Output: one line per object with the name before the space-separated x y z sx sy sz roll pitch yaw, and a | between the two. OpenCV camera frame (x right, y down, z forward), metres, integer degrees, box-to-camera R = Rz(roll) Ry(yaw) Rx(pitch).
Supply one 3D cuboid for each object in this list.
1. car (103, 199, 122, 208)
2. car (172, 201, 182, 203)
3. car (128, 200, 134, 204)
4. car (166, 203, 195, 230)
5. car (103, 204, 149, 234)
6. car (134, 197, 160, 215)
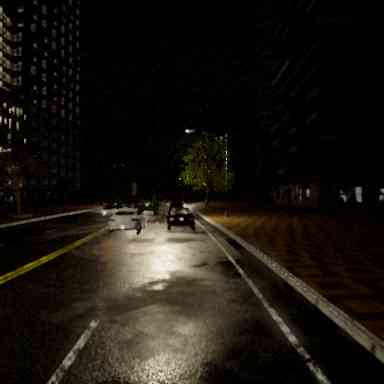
car | -12.023 1.808 50.776 2.097 1.767 4.553 0 0 -1
car | -1.911 1.881 42.259 1.812 1.442 4.674 0 -1 -2
car | -8.770 1.972 50.475 1.812 1.442 4.674 0 -1 -1
car | -0.816 1.738 22.973 2.033 1.411 5.357 0 0 -4
car | -3.898 1.702 20.293 1.812 1.442 4.674 0 0 -3
car | -5.044 1.557 38.950 2.150 2.045 5.566 0 0 -3
